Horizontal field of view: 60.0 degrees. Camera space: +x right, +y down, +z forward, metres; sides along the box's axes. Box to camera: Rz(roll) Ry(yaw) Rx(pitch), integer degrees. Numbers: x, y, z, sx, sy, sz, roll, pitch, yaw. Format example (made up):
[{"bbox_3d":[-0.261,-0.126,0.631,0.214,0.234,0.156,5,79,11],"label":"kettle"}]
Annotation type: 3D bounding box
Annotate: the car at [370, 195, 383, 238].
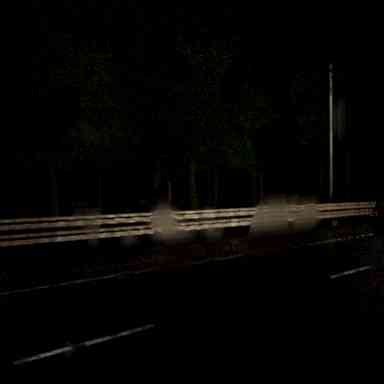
[{"bbox_3d":[10.595,1.118,15.620,5.566,2.045,2.150,0,0,-36],"label":"car"}]
